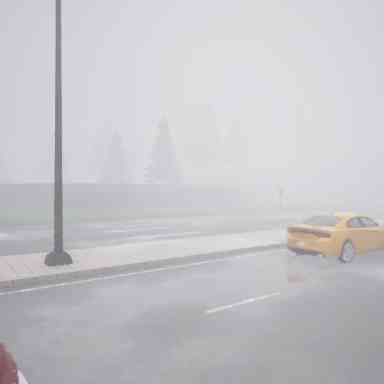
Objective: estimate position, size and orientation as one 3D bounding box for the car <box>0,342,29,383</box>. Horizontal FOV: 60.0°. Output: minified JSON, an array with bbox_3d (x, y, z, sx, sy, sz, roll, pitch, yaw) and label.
[{"bbox_3d":[-3.260,1.601,1.434,4.718,1.301,1.895,0,0,-35],"label":"car"}]

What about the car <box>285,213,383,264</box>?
[{"bbox_3d":[5.497,1.477,11.968,5.008,1.535,1.882,0,0,-35],"label":"car"}]
